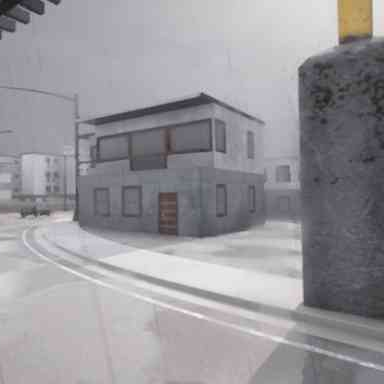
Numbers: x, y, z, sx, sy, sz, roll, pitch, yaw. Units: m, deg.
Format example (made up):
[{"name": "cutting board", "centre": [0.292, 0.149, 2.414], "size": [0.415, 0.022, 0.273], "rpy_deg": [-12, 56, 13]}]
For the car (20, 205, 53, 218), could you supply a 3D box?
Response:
[{"name": "car", "centre": [-18.130, 2.247, 39.041], "size": [2.128, 1.511, 4.902], "rpy_deg": [-1, -2, 3]}]
